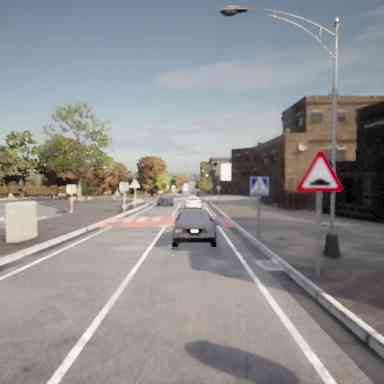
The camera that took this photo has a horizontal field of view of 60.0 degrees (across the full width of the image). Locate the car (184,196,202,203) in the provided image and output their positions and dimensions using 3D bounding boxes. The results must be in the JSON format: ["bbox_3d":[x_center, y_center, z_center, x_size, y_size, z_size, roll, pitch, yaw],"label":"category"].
[{"bbox_3d":[0.083,1.179,34.801,1.812,1.442,4.674,0,1,0],"label":"car"}]

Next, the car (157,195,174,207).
[{"bbox_3d":[-3.272,1.123,41.753,1.994,1.385,4.181,0,1,0],"label":"car"}]

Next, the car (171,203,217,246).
[{"bbox_3d":[0.092,1.463,14.751,2.033,1.411,5.357,0,1,0],"label":"car"}]
